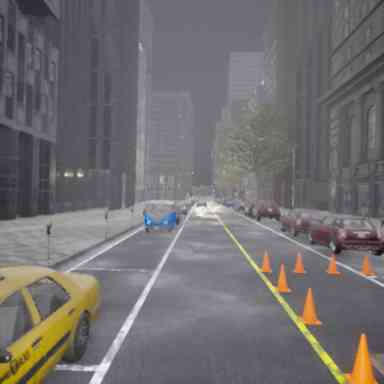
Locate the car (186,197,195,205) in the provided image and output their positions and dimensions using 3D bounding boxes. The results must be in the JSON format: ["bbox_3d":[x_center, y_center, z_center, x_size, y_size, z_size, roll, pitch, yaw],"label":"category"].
[{"bbox_3d":[-0.351,2.146,82.443,2.192,1.841,5.009,1,-1,1],"label":"car"}]

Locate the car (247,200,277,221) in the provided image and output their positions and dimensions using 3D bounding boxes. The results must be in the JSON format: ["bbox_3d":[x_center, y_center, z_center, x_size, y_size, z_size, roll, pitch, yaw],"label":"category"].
[{"bbox_3d":[6.918,1.749,31.486,2.192,1.841,5.009,1,-1,1],"label":"car"}]

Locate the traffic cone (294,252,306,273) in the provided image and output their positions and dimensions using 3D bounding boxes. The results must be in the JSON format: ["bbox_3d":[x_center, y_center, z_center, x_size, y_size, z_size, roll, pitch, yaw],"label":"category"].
[{"bbox_3d":[3.239,2.109,10.042,0.340,0.580,0.340,1,0,1],"label":"traffic cone"}]

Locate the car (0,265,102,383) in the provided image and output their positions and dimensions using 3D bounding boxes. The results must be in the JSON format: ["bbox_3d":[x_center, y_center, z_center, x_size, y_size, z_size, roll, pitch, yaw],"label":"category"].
[{"bbox_3d":[-2.310,1.501,3.318,1.752,1.417,4.829,2,0,3],"label":"car"}]

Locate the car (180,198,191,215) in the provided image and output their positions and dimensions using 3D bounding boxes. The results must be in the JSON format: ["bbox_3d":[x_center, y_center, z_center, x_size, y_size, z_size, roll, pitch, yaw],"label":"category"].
[{"bbox_3d":[-1.466,1.744,37.348,1.967,1.590,4.097,1,-1,1],"label":"car"}]

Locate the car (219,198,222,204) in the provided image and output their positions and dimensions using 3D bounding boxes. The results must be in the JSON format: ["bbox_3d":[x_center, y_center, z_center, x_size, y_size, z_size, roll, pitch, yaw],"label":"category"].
[{"bbox_3d":[8.031,2.263,76.585,2.192,1.841,5.009,1,-1,1],"label":"car"}]

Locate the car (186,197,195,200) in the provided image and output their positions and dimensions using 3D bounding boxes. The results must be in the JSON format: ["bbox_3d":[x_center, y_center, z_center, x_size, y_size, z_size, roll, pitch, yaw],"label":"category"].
[{"bbox_3d":[-0.776,2.138,65.361,1.752,1.417,4.829,1,-1,1],"label":"car"}]

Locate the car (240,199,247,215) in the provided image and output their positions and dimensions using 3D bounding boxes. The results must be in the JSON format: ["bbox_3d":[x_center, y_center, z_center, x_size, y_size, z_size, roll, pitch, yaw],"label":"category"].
[{"bbox_3d":[7.057,1.809,37.122,2.192,1.841,5.009,1,-1,1],"label":"car"}]

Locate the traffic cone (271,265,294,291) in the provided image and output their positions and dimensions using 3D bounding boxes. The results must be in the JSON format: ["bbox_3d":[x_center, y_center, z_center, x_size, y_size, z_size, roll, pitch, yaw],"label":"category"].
[{"bbox_3d":[2.191,2.069,8.068,0.340,0.580,0.340,1,0,1],"label":"traffic cone"}]

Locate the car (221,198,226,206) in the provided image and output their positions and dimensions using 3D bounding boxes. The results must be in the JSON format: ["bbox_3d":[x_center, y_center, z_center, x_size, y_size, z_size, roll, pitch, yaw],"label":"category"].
[{"bbox_3d":[7.886,2.441,70.943,1.947,1.339,4.313,1,-1,1],"label":"car"}]

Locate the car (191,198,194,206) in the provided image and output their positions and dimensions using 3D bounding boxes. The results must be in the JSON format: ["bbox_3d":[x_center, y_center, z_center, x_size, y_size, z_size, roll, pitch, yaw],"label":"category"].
[{"bbox_3d":[-1.051,2.069,54.257,1.802,1.307,4.206,1,-1,1],"label":"car"}]

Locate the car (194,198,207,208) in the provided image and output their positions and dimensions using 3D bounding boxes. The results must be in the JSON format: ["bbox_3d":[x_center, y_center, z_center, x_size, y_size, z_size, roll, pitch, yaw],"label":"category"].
[{"bbox_3d":[1.750,2.131,59.609,1.812,1.442,4.674,1,-1,2],"label":"car"}]

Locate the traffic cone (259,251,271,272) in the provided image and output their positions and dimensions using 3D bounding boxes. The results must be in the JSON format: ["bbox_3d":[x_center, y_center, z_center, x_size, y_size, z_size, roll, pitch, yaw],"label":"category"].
[{"bbox_3d":[2.240,2.087,10.067,0.340,0.580,0.340,1,0,1],"label":"traffic cone"}]

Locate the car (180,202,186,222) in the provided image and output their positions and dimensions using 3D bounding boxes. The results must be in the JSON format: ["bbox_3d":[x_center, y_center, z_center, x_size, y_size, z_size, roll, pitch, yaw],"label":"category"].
[{"bbox_3d":[-1.747,1.751,26.072,1.947,1.339,4.313,1,-1,1],"label":"car"}]

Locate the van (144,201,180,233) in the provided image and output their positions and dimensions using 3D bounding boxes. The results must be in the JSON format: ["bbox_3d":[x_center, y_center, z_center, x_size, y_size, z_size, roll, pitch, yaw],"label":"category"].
[{"bbox_3d":[-1.881,1.470,20.438,1.690,1.788,3.998,1,0,1],"label":"van"}]

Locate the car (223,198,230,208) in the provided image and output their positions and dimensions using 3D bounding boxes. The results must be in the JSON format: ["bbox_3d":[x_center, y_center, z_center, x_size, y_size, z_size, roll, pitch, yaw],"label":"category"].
[{"bbox_3d":[7.747,2.387,65.308,1.802,1.307,4.206,1,-1,1],"label":"car"}]

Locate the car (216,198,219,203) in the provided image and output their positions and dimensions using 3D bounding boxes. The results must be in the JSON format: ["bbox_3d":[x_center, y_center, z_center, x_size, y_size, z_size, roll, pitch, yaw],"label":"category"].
[{"bbox_3d":[8.443,2.732,93.493,1.947,1.339,4.313,1,-1,1],"label":"car"}]

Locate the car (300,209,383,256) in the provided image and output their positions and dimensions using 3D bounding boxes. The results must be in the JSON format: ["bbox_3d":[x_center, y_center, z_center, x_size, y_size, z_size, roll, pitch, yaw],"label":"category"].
[{"bbox_3d":[6.497,1.706,14.572,1.967,1.590,4.097,1,-1,1],"label":"car"}]

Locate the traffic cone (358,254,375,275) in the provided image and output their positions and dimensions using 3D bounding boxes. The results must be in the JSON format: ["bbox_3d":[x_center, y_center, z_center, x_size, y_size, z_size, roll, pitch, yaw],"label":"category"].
[{"bbox_3d":[5.238,2.153,9.992,0.340,0.580,0.340,1,0,1],"label":"traffic cone"}]

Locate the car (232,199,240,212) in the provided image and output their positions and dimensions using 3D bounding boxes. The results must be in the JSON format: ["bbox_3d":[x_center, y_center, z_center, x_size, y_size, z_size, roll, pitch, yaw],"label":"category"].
[{"bbox_3d":[7.333,2.057,48.396,1.967,1.590,4.097,1,-1,1],"label":"car"}]

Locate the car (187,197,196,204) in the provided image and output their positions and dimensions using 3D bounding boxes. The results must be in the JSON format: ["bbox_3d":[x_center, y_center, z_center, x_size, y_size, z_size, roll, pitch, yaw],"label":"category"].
[{"bbox_3d":[-0.072,2.292,93.716,2.192,1.841,5.009,1,-1,1],"label":"car"}]

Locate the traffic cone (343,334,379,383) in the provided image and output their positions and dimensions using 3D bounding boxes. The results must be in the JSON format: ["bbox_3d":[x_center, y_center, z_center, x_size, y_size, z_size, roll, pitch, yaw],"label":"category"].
[{"bbox_3d":[2.091,2.035,4.069,0.340,0.580,0.340,1,0,1],"label":"traffic cone"}]

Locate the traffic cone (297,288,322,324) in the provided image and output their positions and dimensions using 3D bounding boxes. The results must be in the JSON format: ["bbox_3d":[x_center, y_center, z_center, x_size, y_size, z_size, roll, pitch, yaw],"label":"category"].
[{"bbox_3d":[2.141,2.052,6.068,0.340,0.580,0.340,1,0,1],"label":"traffic cone"}]

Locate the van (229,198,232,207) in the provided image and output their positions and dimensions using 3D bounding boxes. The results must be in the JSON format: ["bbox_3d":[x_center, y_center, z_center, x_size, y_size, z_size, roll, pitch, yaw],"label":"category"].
[{"bbox_3d":[7.475,2.019,54.035,1.690,1.788,3.998,1,-1,1],"label":"van"}]

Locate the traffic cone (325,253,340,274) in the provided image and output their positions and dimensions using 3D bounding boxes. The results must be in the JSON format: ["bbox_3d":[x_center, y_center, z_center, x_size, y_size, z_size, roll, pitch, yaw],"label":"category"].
[{"bbox_3d":[4.239,2.131,10.017,0.340,0.580,0.340,1,0,1],"label":"traffic cone"}]

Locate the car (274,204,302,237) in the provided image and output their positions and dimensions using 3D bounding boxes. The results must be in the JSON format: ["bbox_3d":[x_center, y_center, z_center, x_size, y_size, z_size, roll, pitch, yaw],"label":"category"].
[{"bbox_3d":[6.637,1.759,20.208,1.967,1.590,4.097,1,-1,1],"label":"car"}]
